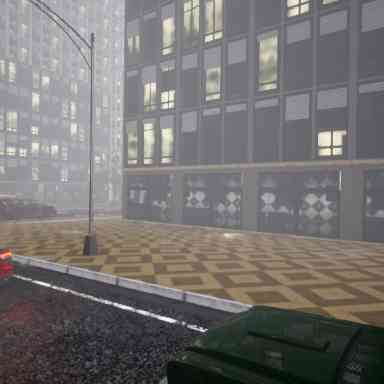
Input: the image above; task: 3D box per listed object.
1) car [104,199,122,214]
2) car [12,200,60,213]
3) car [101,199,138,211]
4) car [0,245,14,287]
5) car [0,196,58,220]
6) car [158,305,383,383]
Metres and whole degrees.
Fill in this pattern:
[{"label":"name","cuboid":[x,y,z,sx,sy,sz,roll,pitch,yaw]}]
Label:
[{"label":"car","cuboid":[-8.043,1.831,39.153,1.752,1.417,4.829,1,0,36]},{"label":"car","cuboid":[-18.338,1.643,39.293,1.752,1.417,4.829,1,0,36]},{"label":"car","cuboid":[-10.012,1.745,46.228,2.128,1.511,4.902,1,0,36]},{"label":"car","cuboid":[-6.076,1.521,7.983,4.674,1.442,1.812,0,0,35]},{"label":"car","cuboid":[-14.819,1.520,29.926,2.192,1.841,5.009,1,0,36]},{"label":"car","cuboid":[2.035,1.601,2.235,4.718,1.301,1.895,0,0,35]}]
